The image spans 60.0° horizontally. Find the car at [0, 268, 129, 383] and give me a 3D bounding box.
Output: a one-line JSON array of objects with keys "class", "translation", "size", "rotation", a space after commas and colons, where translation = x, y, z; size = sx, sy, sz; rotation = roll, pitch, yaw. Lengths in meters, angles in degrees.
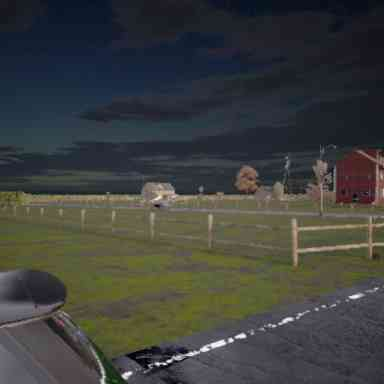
[{"class": "car", "translation": [-2.451, 1.348, 1.321], "size": [4.553, 1.767, 2.097], "rotation": [0, 0, -35]}]

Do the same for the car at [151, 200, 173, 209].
[{"class": "car", "translation": [-5.509, 2.218, 60.352], "size": [2.097, 1.767, 4.553], "rotation": [0, -1, -43]}]
